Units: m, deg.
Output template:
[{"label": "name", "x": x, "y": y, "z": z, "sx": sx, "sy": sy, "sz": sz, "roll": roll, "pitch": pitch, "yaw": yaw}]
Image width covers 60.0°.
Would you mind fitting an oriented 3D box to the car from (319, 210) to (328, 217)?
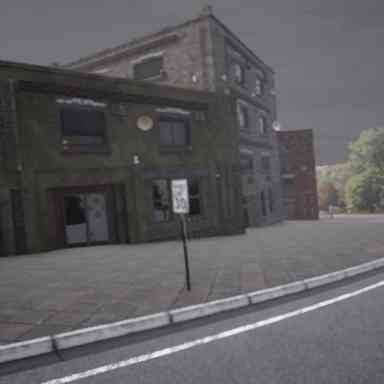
[{"label": "car", "x": 27.999, "y": 4.686, "z": 73.230, "sx": 2.097, "sy": 1.767, "sz": 4.553, "roll": -5, "pitch": -4, "yaw": -2}]
